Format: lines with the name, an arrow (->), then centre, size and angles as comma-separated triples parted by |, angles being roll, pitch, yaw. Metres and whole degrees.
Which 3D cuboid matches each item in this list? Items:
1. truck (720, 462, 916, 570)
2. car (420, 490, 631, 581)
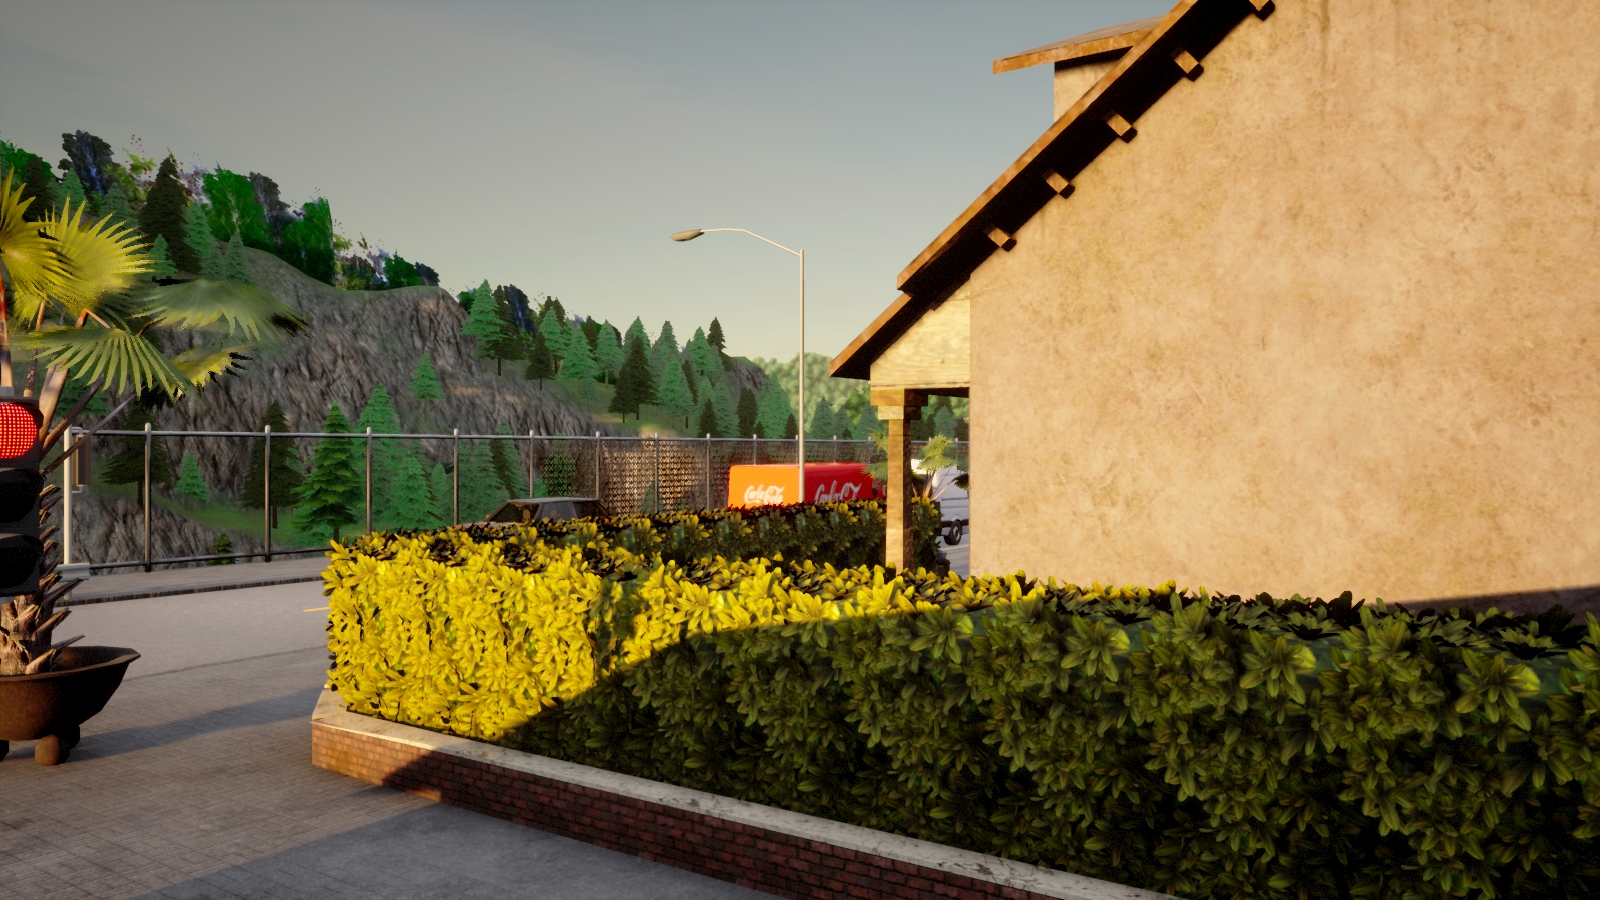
truck -> 0.584, 1.568, 29.600 | 2.627, 2.467, 5.204 | 0, 0, 35
car -> -6.312, 1.906, 26.765 | 2.097, 1.767, 4.553 | 0, 0, 35
